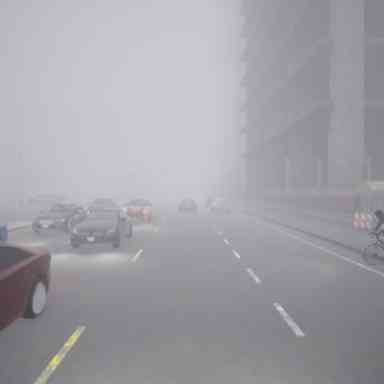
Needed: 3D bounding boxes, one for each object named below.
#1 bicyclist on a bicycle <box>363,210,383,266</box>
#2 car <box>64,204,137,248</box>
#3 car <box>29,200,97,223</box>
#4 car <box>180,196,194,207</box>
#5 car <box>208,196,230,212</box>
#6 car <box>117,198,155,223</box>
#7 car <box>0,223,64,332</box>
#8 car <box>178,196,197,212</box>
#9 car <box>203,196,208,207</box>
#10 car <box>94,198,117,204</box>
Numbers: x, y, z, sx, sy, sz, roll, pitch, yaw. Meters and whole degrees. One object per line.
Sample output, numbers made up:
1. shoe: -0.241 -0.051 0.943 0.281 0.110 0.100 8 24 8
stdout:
1. bicyclist on a bicycle: 5.829 1.331 9.890 1.656 1.620 0.582 -9 0 -1
2. car: -3.809 1.486 14.754 1.812 1.442 4.674 0 0 -1
3. car: -7.381 1.441 19.126 2.128 1.511 4.902 0 0 -1
4. car: -0.738 1.345 48.561 1.882 1.535 5.008 0 0 0
5. car: 3.033 1.426 36.238 1.812 1.442 4.674 0 0 -1
6. car: -3.971 1.284 25.044 2.097 1.767 4.553 0 0 -1
7. car: -3.645 1.466 4.503 1.882 1.535 5.008 0 0 -1
8. car: -0.510 1.464 36.749 1.994 1.385 4.181 0 0 -1
9. car: 2.810 1.367 49.278 1.837 1.490 4.892 0 -1 -1
10. car: -7.427 1.277 27.705 2.097 1.767 4.553 0 0 -1
